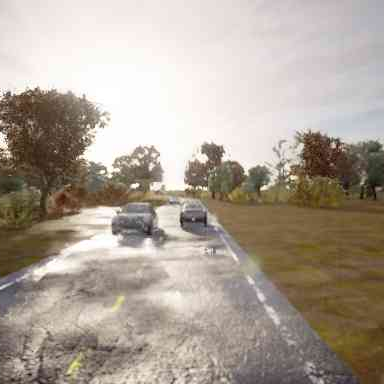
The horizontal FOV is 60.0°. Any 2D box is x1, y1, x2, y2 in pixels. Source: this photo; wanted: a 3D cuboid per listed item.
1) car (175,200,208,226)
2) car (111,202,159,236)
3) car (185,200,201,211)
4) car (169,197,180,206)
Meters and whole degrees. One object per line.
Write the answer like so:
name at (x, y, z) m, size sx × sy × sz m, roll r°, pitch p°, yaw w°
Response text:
car at (0.095, 1.549, 23.685) m, size 2.128 × 1.511 × 4.902 m, roll 0°, pitch 0°, yaw 0°
car at (-3.103, 1.399, 18.797) m, size 2.097 × 1.767 × 4.553 m, roll 0°, pitch 0°, yaw 0°
car at (0.090, 1.692, 42.387) m, size 1.895 × 1.301 × 4.718 m, roll 0°, pitch 0°, yaw 0°
car at (-3.051, 1.643, 59.201) m, size 1.812 × 1.442 × 4.674 m, roll 0°, pitch 0°, yaw 1°
